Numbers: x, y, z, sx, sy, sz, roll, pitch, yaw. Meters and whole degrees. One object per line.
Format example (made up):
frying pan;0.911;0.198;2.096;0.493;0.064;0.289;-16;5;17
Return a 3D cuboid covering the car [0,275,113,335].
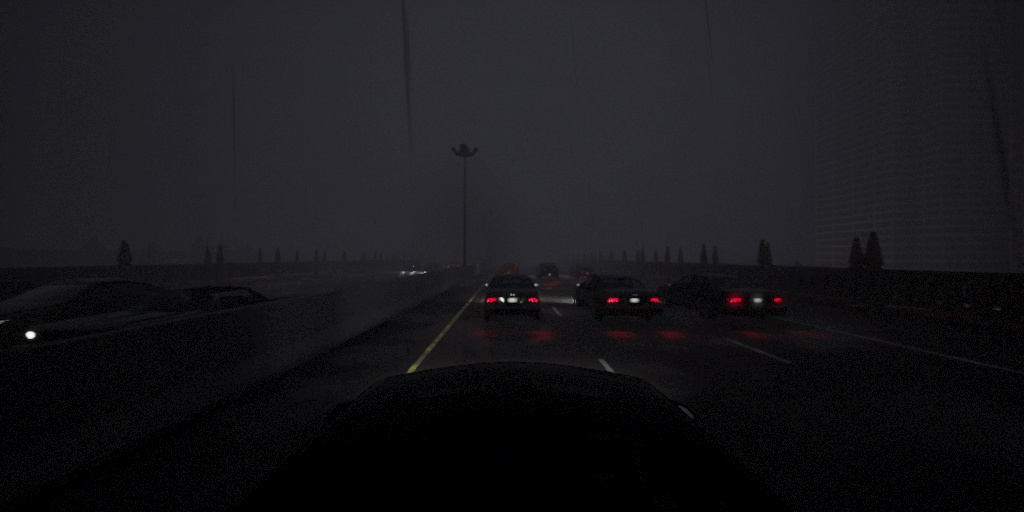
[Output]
car;-14.162;1.331;9.146;2.033;1.411;5.357;0;0;-1

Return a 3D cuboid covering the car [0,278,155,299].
car;-10.660;1.305;8.869;1.812;1.442;4.674;0;0;-1

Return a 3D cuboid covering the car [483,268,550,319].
car;-0.011;1.329;12.837;2.033;1.411;5.357;0;0;0

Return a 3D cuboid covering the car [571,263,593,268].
car;6.695;1.361;34.239;1.812;1.442;4.674;0;0;-1

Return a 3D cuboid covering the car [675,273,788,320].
car;6.991;1.322;12.737;2.033;1.411;5.357;0;0;0

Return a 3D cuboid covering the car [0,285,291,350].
car;-7.149;1.375;7.993;1.895;1.301;4.718;0;0;-1

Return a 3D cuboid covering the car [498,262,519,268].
car;-0.299;1.321;34.796;1.882;1.535;5.008;0;0;-1

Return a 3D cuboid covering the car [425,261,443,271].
car;-11.197;1.464;51.598;1.994;1.385;4.181;0;0;0

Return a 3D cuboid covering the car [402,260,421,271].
car;-14.700;1.411;52.662;1.837;1.490;4.892;0;0;0

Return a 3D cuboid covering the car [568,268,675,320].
car;3.490;1.325;12.779;2.033;1.411;5.357;0;0;0

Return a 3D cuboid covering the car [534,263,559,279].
car;3.221;1.341;33.287;1.837;1.490;4.892;0;0;-1

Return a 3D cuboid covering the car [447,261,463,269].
car;-7.675;1.368;49.284;1.882;1.535;5.008;0;0;-1
